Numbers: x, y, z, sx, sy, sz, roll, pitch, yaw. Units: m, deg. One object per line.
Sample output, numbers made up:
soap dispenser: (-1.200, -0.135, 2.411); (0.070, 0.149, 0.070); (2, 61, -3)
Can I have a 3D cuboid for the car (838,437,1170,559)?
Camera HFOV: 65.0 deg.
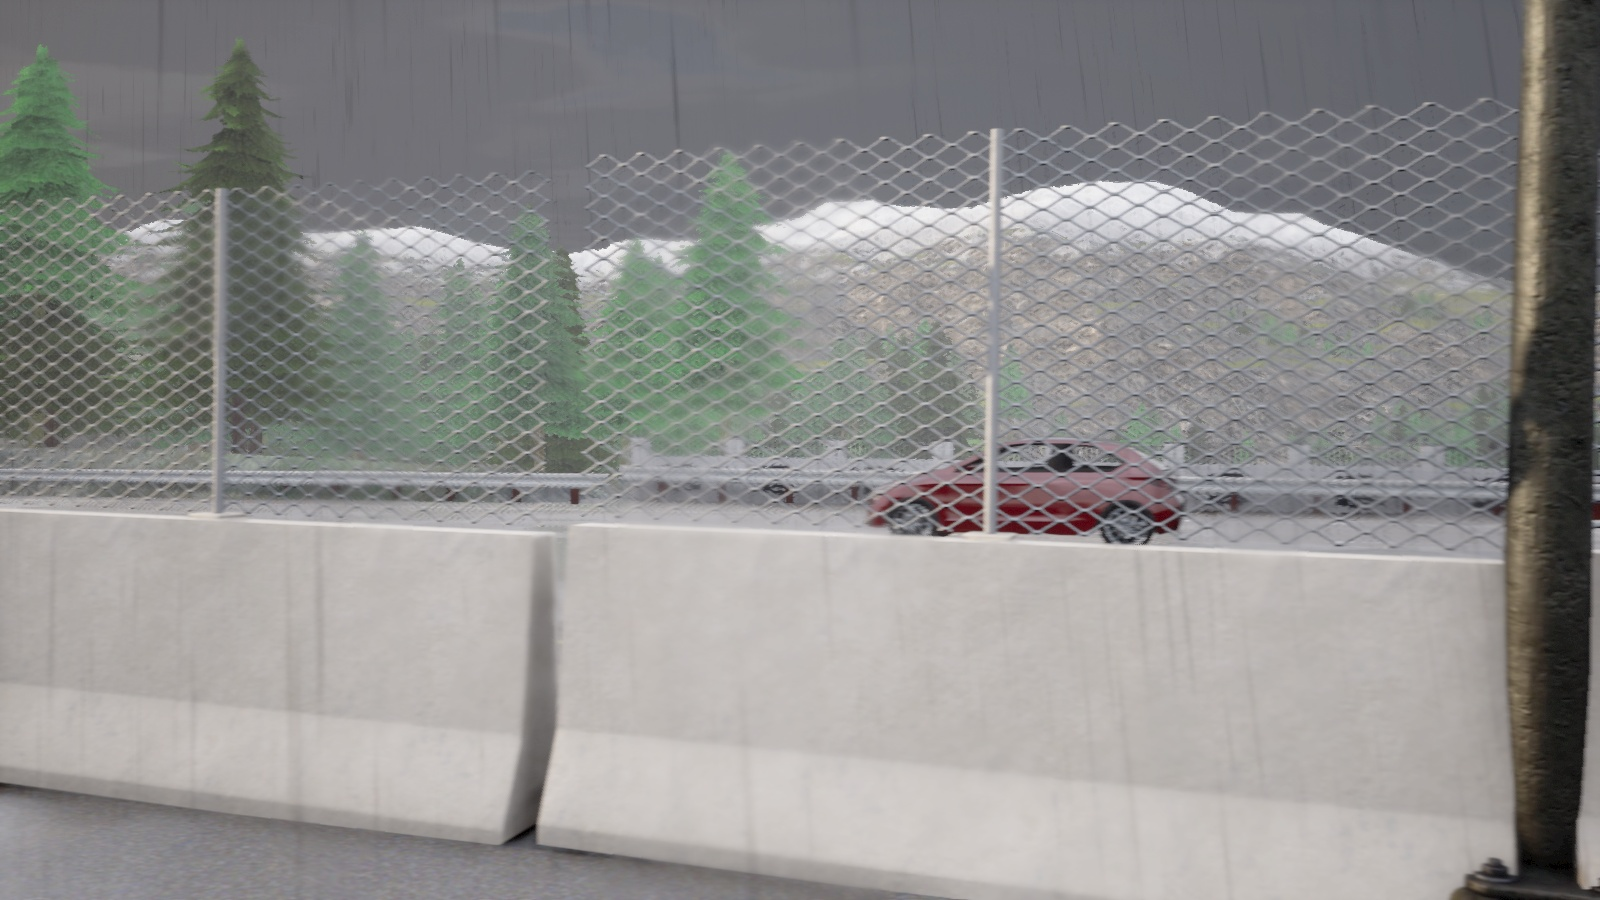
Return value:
car: (2.788, 0.578, 17.025); (4.193, 1.474, 1.816); (0, 1, 19)
